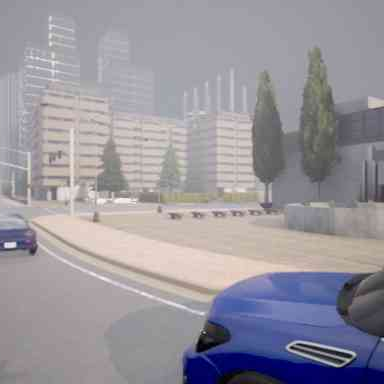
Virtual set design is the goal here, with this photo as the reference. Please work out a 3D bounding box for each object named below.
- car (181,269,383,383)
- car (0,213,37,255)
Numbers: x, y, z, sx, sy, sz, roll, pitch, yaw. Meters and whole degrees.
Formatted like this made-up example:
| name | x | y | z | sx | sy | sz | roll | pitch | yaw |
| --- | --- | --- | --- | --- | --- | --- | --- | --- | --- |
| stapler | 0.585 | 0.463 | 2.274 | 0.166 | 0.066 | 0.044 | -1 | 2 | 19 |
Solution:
| name | x | y | z | sx | sy | sz | roll | pitch | yaw |
| --- | --- | --- | --- | --- | --- | --- | --- | --- | --- |
| car | 2.554 | 1.220 | 2.185 | 5.566 | 2.045 | 2.150 | -1 | 0 | 36 |
| car | -7.067 | 1.506 | 12.393 | 1.812 | 1.442 | 4.674 | 0 | 0 | -36 |
